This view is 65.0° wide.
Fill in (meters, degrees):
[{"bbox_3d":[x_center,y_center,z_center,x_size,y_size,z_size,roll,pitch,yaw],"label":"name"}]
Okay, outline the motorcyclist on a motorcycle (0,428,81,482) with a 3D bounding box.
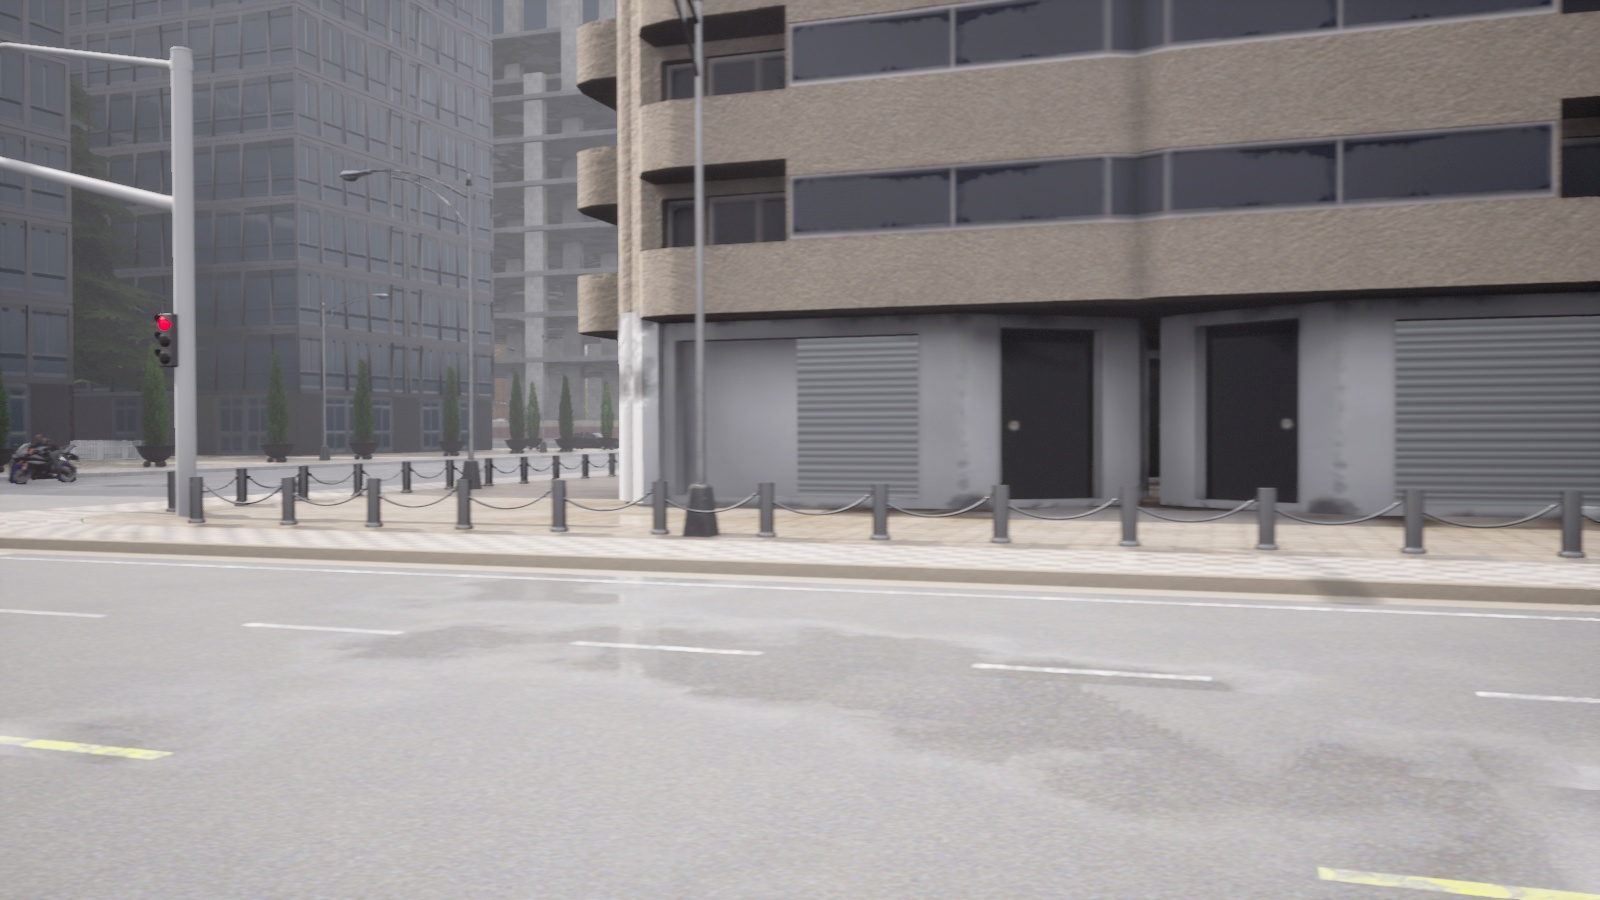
[{"bbox_3d":[-22.569,0.125,37.199,0.866,1.530,2.191,1,1,19],"label":"motorcyclist on a motorcycle"}]
